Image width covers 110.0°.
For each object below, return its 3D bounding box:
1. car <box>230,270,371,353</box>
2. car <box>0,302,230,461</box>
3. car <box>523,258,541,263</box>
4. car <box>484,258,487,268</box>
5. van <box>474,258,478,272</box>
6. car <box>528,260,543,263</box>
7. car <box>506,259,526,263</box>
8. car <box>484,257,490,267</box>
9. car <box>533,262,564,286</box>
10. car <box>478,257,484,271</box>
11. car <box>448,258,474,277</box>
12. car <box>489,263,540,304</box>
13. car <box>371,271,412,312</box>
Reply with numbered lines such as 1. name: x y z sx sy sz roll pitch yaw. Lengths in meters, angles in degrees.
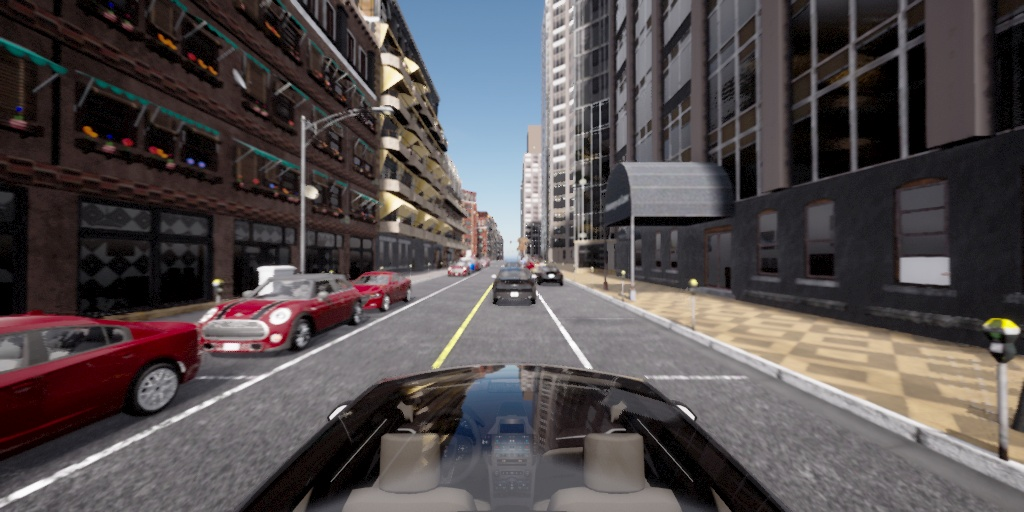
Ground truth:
1. car: -5.315 1.193 8.782 1.967 1.591 4.097 0 0 0
2. car: -5.315 1.295 3.247 1.888 1.381 4.507 0 0 0
3. car: 2.565 1.113 42.005 2.192 1.841 5.009 0 0 0
4. car: -5.315 1.370 53.070 2.007 1.370 4.403 0 0 0
5. van: -5.315 1.139 41.997 1.690 1.789 3.998 0 0 0
6. car: 2.565 1.305 31.103 1.751 1.417 4.829 0 0 0
7. car: 0.099 1.291 34.992 1.837 1.490 4.892 0 0 0
8. car: -5.315 1.286 64.141 1.967 1.591 4.097 0 0 0
9. car: 2.565 1.336 25.397 1.948 1.339 4.313 0 0 0
10. car: -5.315 1.123 47.533 2.192 1.841 5.009 0 0 0
11. car: -5.315 1.228 36.461 1.967 1.591 4.097 0 0 0
12. car: 0.100 1.265 16.497 1.837 1.490 4.892 0 0 0
13. car: -5.315 1.303 14.319 1.888 1.381 4.507 0 0 0
